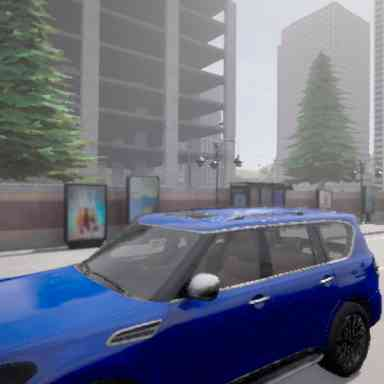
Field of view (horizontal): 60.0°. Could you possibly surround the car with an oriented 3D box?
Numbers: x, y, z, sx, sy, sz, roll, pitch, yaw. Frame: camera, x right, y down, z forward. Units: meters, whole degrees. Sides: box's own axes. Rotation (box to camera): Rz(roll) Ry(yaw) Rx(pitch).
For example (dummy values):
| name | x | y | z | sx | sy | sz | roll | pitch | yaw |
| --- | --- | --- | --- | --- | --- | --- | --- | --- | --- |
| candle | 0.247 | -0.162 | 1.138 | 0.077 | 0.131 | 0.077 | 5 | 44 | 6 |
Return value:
| name | x | y | z | sx | sy | sz | roll | pitch | yaw |
| --- | --- | --- | --- | --- | --- | --- | --- | --- | --- |
| car | 0.131 | 1.244 | 4.089 | 5.566 | 2.045 | 2.150 | 1 | -1 | -35 |
